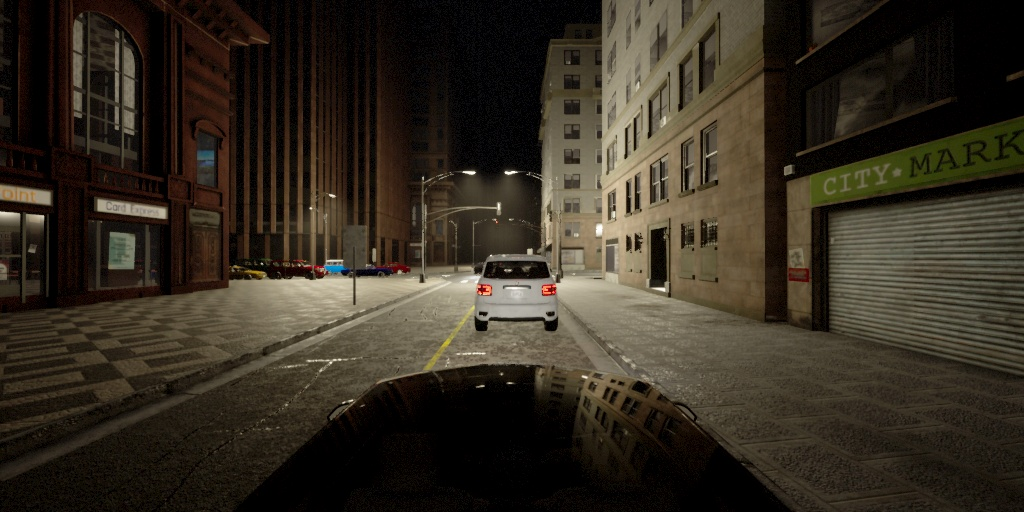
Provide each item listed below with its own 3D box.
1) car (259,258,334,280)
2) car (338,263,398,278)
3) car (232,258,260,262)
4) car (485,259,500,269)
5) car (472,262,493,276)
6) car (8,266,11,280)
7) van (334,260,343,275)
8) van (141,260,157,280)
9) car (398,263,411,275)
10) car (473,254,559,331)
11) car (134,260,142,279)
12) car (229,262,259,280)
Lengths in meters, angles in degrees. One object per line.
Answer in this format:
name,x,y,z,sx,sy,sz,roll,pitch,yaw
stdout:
car,-19.609,1.273,32.785,5.009,1.841,2.192,0,0,0
car,-14.132,1.506,35.335,4.718,1.301,1.895,-1,0,0
car,-24.749,1.255,35.374,5.566,2.045,2.150,-1,0,0
car,-3.057,1.230,56.447,2.128,1.511,4.902,0,0,0
car,-3.093,1.392,38.973,1.895,1.301,4.718,-1,0,0
car,-47.730,1.849,32.898,4.403,1.370,2.007,0,0,0
van,-19.584,1.340,41.311,3.998,1.789,1.690,0,0,0
van,-30.857,1.435,32.830,3.998,1.789,1.690,0,0,0
car,-13.960,1.477,41.288,4.507,1.381,1.888,0,0,0
car,0.104,0.974,11.090,2.150,2.045,5.566,0,0,0
car,-36.518,1.396,35.442,5.566,2.045,2.150,-1,0,0
car,-25.063,1.552,32.807,4.829,1.417,1.751,0,0,0
